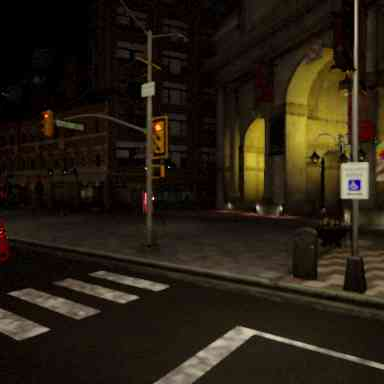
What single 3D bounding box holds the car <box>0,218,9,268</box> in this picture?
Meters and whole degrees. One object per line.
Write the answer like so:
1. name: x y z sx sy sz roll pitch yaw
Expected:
1. car: -7.266 1.171 9.159 5.566 2.045 2.150 0 0 35
